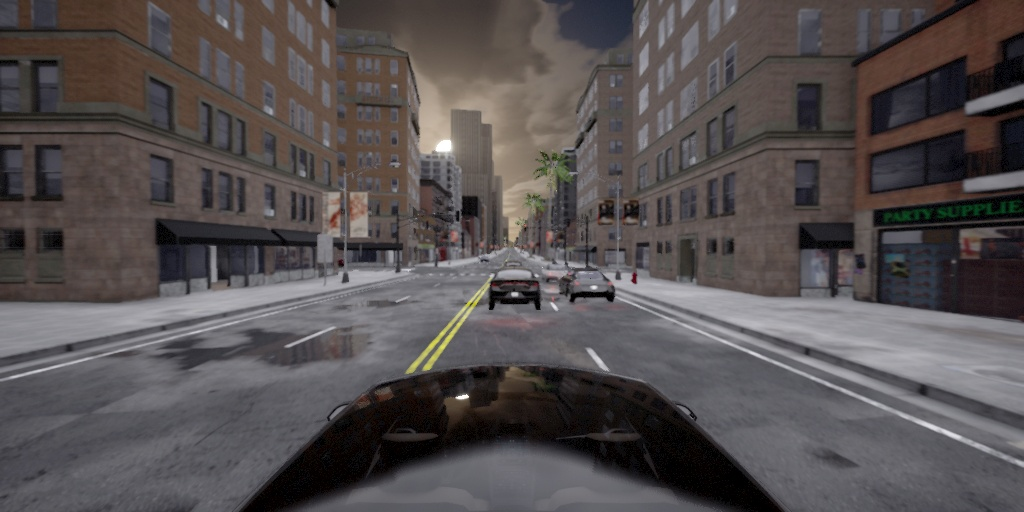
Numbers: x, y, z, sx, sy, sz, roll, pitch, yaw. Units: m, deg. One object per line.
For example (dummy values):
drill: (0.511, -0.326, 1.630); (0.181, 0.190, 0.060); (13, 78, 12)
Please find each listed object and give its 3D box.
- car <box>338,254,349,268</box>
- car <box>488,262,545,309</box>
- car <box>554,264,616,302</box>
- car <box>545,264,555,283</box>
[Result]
car: (-23.914, 0.626, 46.680); (5.009, 1.841, 2.192); (0, 0, -9)
car: (0.093, 1.165, 14.498); (1.882, 1.535, 5.008); (0, -1, 0)
car: (3.329, 1.241, 16.599); (1.994, 1.385, 4.181); (0, 0, 0)
car: (3.239, 1.231, 26.603); (1.895, 1.301, 4.718); (0, 0, 0)
